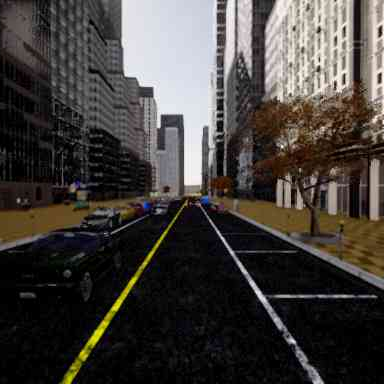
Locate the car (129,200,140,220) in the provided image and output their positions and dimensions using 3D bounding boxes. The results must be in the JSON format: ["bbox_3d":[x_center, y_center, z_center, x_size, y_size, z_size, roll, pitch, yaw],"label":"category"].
[{"bbox_3d":[-5.702,1.615,26.880,1.752,1.417,4.829,-1,0,0],"label":"car"}]

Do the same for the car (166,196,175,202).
[{"bbox_3d":[-5.700,1.908,88.924,2.008,1.369,4.403,-1,0,0],"label":"car"}]

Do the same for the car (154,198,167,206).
[{"bbox_3d":[-5.700,1.777,60.800,2.008,1.369,4.403,-1,0,0],"label":"car"}]

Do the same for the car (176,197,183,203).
[{"bbox_3d":[-2.998,1.760,74.817,2.033,1.411,5.357,0,0,0],"label":"car"}]

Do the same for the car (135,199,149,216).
[{"bbox_3d":[-5.701,1.656,32.675,1.887,1.381,4.507,-1,0,0],"label":"car"}]

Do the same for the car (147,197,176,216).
[{"bbox_3d":[-3.092,1.606,33.477,2.128,1.511,4.902,0,0,0],"label":"car"}]

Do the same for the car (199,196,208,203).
[{"bbox_3d":[2.678,1.744,77.675,1.967,1.590,4.097,-1,0,0],"label":"car"}]

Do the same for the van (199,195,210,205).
[{"bbox_3d":[2.676,1.593,66.426,1.690,1.788,3.998,-1,0,0],"label":"van"}]

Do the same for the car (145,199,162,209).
[{"bbox_3d":[-5.701,1.723,49.549,1.887,1.381,4.507,-1,0,0],"label":"car"}]

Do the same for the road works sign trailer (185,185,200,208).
[{"bbox_3d":[0.039,0.660,53.598,2.380,3.560,2.880,0,0,1],"label":"road works sign trailer"}]

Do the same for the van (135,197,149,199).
[{"bbox_3d":[-5.704,1.475,38.300,1.690,1.788,3.998,-1,0,0],"label":"van"}]

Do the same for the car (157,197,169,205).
[{"bbox_3d":[-5.700,1.802,66.425,2.008,1.369,4.403,-1,0,0],"label":"car"}]

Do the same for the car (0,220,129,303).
[{"bbox_3d":[-3.057,1.627,8.408,1.895,1.301,4.718,0,0,0],"label":"car"}]

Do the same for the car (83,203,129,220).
[{"bbox_3d":[-5.701,1.620,21.424,2.008,1.369,4.403,-1,0,0],"label":"car"}]

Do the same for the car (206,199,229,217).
[{"bbox_3d":[2.680,1.694,32.675,1.802,1.307,4.206,-1,0,0],"label":"car"}]
